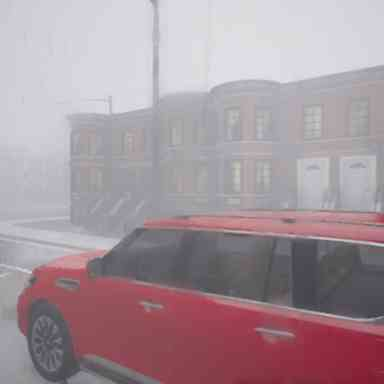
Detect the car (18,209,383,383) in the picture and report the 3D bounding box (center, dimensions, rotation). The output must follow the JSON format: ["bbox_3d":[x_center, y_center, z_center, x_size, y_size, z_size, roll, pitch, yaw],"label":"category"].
[{"bbox_3d":[0.321,1.217,3.759,5.566,2.045,2.150,0,0,35],"label":"car"}]
